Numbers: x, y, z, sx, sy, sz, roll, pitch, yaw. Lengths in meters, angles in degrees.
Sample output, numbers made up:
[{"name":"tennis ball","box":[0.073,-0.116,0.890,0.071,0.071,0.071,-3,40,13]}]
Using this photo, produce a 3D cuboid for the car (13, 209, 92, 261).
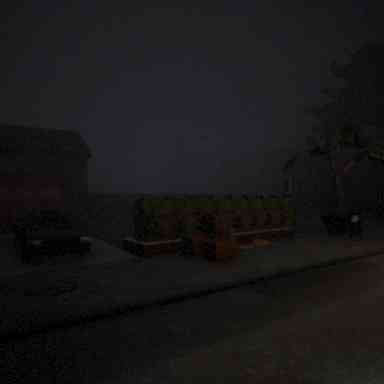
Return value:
[{"name":"car","box":[-5.135,1.342,11.734,2.033,1.415,5.357,0,0,-33]}]
